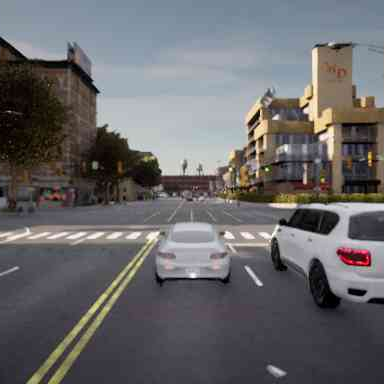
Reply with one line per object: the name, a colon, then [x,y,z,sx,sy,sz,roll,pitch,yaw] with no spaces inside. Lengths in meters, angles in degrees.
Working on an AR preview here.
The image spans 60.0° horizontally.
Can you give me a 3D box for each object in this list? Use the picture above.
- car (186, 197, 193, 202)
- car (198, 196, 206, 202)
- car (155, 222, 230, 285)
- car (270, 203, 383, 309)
car: [-0.675,2.044,91.506,1.837,1.490,4.892,0,0,0]
car: [2.806,2.073,94.107,1.812,1.442,4.674,0,0,0]
car: [0.015,1.583,9.573,1.812,1.442,4.674,0,0,0]
car: [3.518,1.270,8.066,2.150,2.045,5.566,0,0,0]
